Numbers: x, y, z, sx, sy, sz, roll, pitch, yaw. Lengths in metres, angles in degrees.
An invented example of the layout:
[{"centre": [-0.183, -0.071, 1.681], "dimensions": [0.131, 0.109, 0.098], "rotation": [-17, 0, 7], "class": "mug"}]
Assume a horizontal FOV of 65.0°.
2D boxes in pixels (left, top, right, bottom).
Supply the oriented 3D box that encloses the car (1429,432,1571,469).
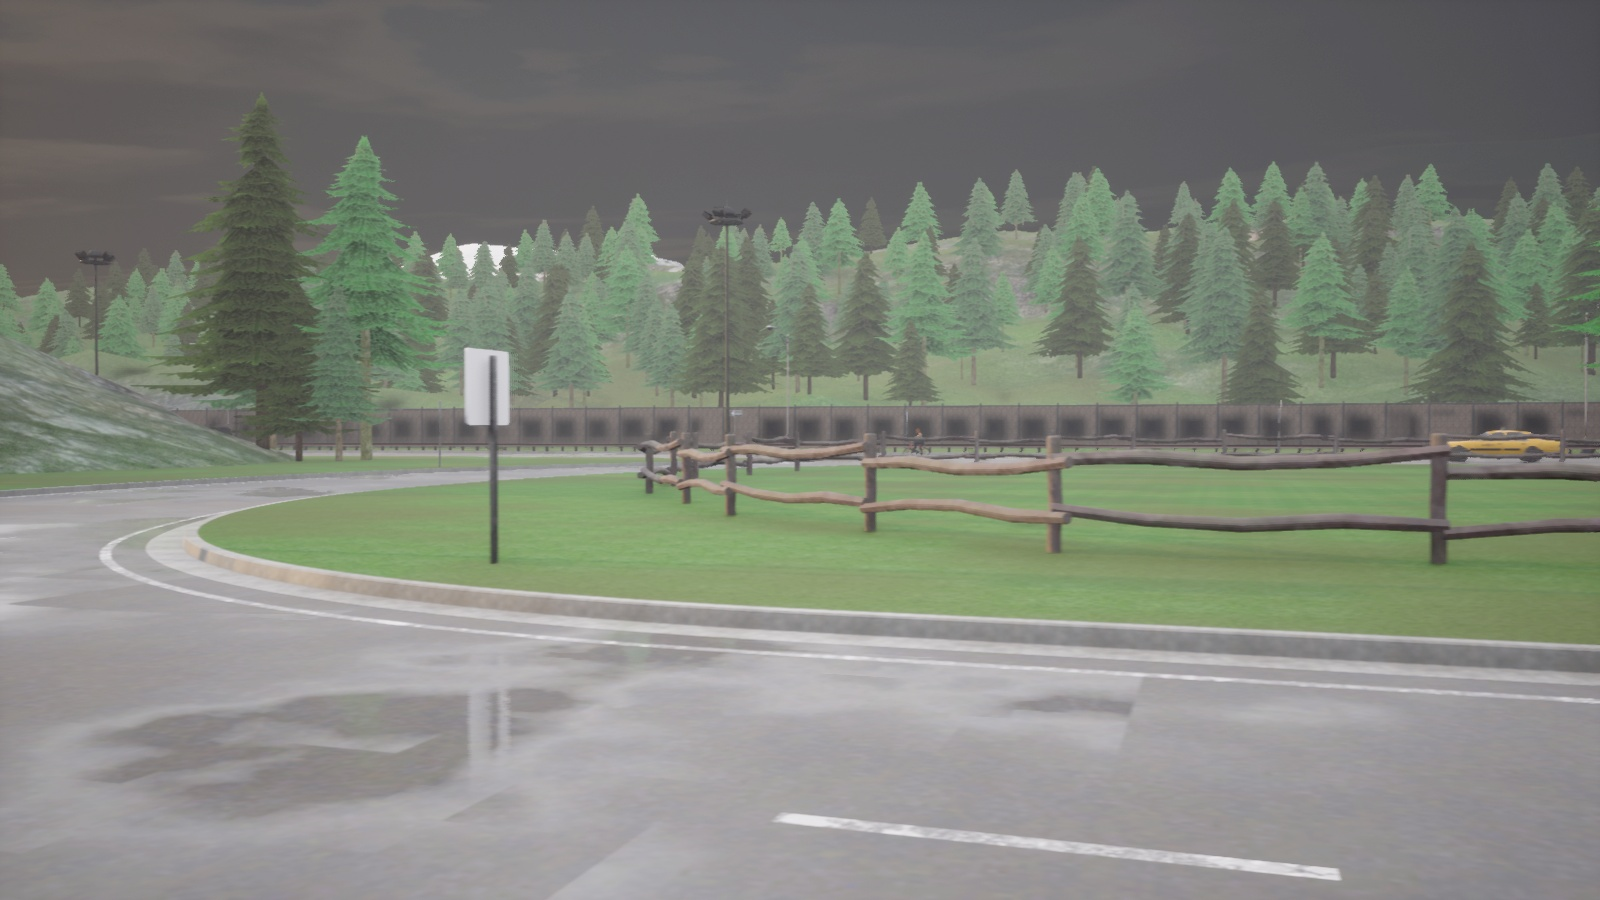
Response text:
[{"centre": [31.600, -0.009, 56.827], "dimensions": [5.366, 1.575, 1.801], "rotation": [1, 1, 19], "class": "car"}]
